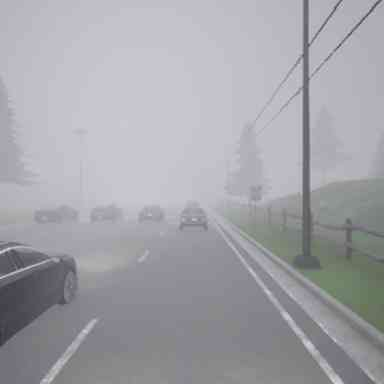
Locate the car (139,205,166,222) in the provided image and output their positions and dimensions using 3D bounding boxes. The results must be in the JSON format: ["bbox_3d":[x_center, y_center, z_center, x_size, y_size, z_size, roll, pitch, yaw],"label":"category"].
[{"bbox_3d":[-3.407,1.808,28.901,1.994,1.385,4.181,0,0,0],"label":"car"}]

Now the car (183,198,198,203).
[{"bbox_3d":[0.090,1.880,44.460,1.837,1.490,4.892,0,0,0],"label":"car"}]

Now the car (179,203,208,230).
[{"bbox_3d":[0.094,1.739,22.733,2.033,1.411,5.357,0,0,0],"label":"car"}]

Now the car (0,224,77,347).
[{"bbox_3d":[-3.404,1.538,5.339,2.128,1.511,4.902,0,0,0],"label":"car"}]

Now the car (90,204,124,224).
[{"bbox_3d":[-6.906,1.723,27.377,2.128,1.511,4.902,0,0,0],"label":"car"}]

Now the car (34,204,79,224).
[{"bbox_3d":[-10.406,1.696,25.975,1.882,1.535,5.008,0,0,0],"label":"car"}]
